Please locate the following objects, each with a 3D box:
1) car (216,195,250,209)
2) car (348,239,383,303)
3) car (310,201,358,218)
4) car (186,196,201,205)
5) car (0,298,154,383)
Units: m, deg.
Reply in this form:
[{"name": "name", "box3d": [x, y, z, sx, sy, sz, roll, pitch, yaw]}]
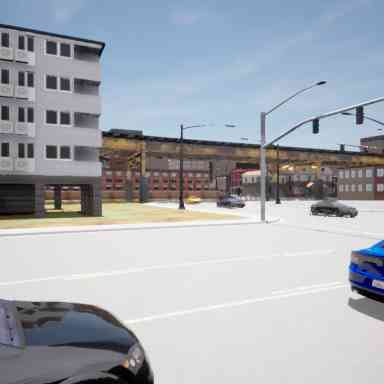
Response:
[{"name": "car", "box3d": [5.327, 1.548, 46.250, 2.033, 1.411, 5.357, 0, 0, -26]}, {"name": "car", "box3d": [5.550, 1.478, 6.903, 5.008, 1.535, 1.882, 0, 0, -25]}, {"name": "car", "box3d": [12.841, 1.526, 30.432, 1.812, 1.442, 4.674, 0, 0, -23]}, {"name": "car", "box3d": [0.252, 1.478, 58.526, 1.882, 1.535, 5.008, 0, 0, -11]}, {"name": "car", "box3d": [-2.428, 1.564, 2.750, 4.181, 1.385, 1.994, 0, 0, -32]}]
